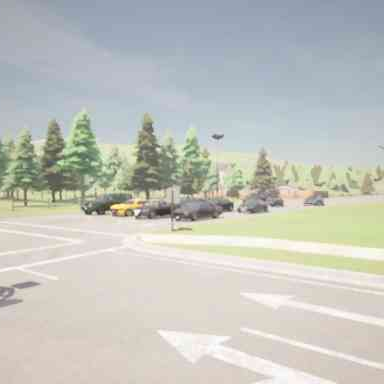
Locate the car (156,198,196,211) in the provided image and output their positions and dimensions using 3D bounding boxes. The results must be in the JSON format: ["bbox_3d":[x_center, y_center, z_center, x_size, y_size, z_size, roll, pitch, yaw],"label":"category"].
[{"bbox_3d":[-1.844,1.464,41.180,2.033,1.411,5.357,0,0,36],"label":"car"}]

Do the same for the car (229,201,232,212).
[{"bbox_3d":[2.686,1.417,35.525,1.882,1.535,5.008,0,0,36],"label":"car"}]

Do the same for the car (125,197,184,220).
[{"bbox_3d":[-2.879,1.431,27.950,2.128,1.511,4.902,0,0,36],"label":"car"}]

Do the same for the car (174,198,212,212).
[{"bbox_3d":[0.208,1.432,38.060,1.837,1.490,4.892,0,0,36],"label":"car"}]

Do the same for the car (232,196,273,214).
[{"bbox_3d":[6.404,1.477,34.655,1.812,1.442,4.674,0,0,36],"label":"car"}]

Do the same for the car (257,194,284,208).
[{"bbox_3d":[11.590,1.430,47.626,2.128,1.511,4.902,0,0,36],"label":"car"}]

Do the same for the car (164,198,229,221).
[{"bbox_3d":[0.507,1.498,26.648,2.033,1.411,5.357,0,0,36],"label":"car"}]

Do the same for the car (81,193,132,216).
[{"bbox_3d":[-8.098,1.138,32.666,2.150,2.045,5.566,0,0,36],"label":"car"}]

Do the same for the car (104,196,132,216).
[{"bbox_3d":[-5.267,1.405,30.610,1.882,1.535,5.008,0,0,36],"label":"car"}]

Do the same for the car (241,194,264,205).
[{"bbox_3d":[10.573,1.268,57.996,2.097,1.767,4.553,0,0,37],"label":"car"}]

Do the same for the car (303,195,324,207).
[{"bbox_3d":[18.859,1.303,51.544,2.097,1.767,4.553,0,0,37],"label":"car"}]

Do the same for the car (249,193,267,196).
[{"bbox_3d":[9.959,1.140,51.313,2.150,2.045,5.566,0,2,36],"label":"car"}]
